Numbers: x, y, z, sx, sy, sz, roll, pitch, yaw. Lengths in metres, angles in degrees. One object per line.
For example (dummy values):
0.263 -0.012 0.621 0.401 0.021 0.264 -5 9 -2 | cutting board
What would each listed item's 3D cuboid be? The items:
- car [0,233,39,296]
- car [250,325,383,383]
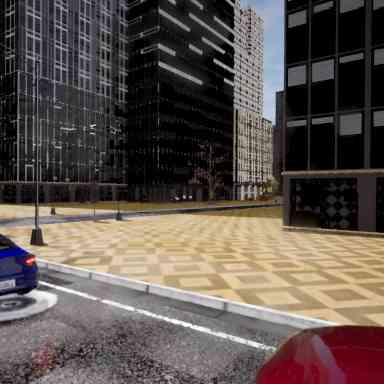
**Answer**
-5.235 1.523 7.415 4.674 1.442 1.812 0 0 36 | car
2.368 1.564 1.988 4.181 1.385 1.994 0 0 35 | car
